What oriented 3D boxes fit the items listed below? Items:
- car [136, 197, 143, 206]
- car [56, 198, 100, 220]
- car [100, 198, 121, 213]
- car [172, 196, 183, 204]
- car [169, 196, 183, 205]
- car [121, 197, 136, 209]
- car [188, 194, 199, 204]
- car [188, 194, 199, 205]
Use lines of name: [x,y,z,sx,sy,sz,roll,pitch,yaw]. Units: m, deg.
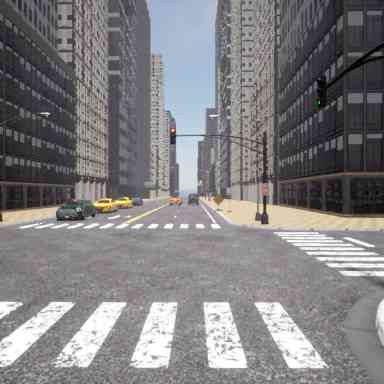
car: [-9.635,1.640,57.752,2.033,1.411,5.357,0,0,1]
car: [-9.766,1.374,28.236,2.097,1.767,4.553,0,0,0]
car: [-9.741,1.516,37.423,1.882,1.535,5.008,0,0,0]
car: [-2.971,1.634,70.131,2.128,1.511,4.902,0,0,0]
car: [-2.971,1.452,59.942,2.097,1.767,4.553,0,0,0]
car: [-9.707,1.539,47.105,1.882,1.535,5.008,0,0,0]
car: [0.281,1.361,70.361,2.150,2.045,5.566,0,0,0]
car: [0.278,1.606,60.154,1.837,1.490,4.892,0,0,0]
